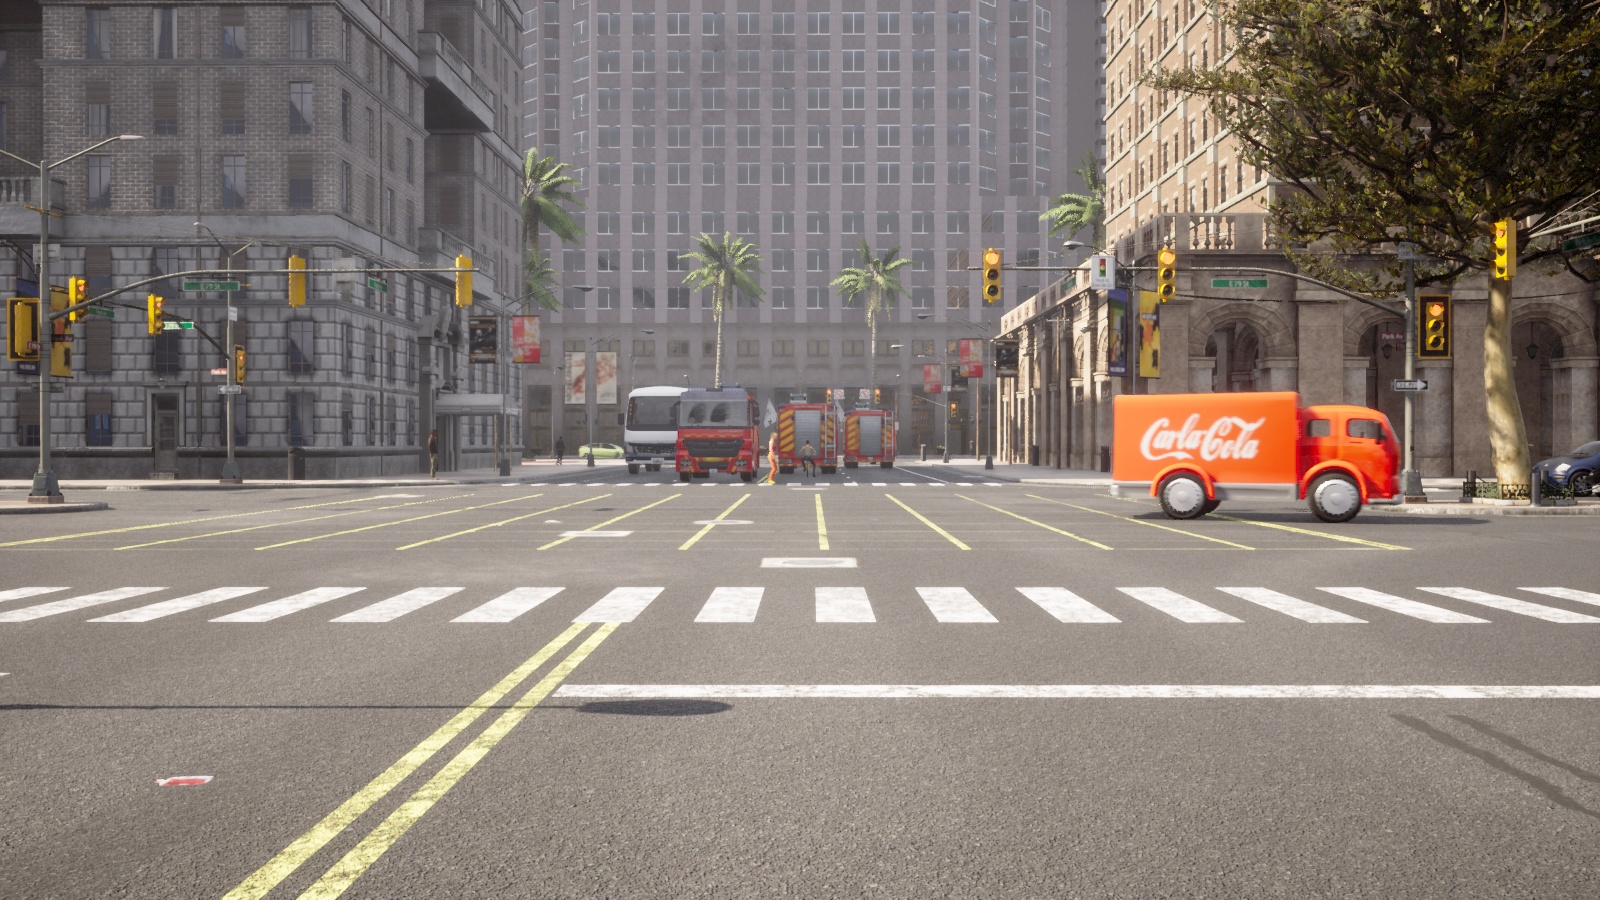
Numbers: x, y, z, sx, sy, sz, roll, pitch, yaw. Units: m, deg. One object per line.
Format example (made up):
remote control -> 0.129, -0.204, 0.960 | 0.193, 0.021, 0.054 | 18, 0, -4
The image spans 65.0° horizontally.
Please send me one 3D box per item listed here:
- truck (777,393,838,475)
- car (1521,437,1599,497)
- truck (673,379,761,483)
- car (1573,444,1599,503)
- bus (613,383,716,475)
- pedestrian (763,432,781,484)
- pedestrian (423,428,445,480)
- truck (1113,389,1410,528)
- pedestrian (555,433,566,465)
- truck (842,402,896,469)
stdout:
truck -> 0.391, -0.775, 63.232 | 2.891, 3.827, 8.468 | 0, 0, 0
car -> 22.559, 0.466, 34.883 | 3.988, 1.617, 1.851 | 0, 0, 1
truck -> -3.190, -0.705, 50.454 | 2.891, 3.827, 8.468 | 0, 0, 0
car -> 22.365, 0.587, 31.353 | 4.792, 1.488, 2.163 | 0, 0, 2
bus -> -6.609, -0.992, 63.171 | 3.944, 4.253, 10.273 | 0, 0, 1
pedestrian -> -0.979, 0.284, 44.452 | 0.594, 1.836, 0.345 | 0, 0, 4
pedestrian -> -13.169, 0.137, 45.204 | 0.703, 1.840, 0.431 | 0, 0, -5
truck -> 9.011, 0.128, 24.589 | 5.204, 2.467, 2.627 | 0, 1, 25
pedestrian -> -14.755, -0.045, 77.312 | 0.423, 1.949, 0.788 | 0, 0, 9
truck -> 4.085, -0.844, 76.003 | 2.891, 3.827, 8.468 | 0, 0, 1
